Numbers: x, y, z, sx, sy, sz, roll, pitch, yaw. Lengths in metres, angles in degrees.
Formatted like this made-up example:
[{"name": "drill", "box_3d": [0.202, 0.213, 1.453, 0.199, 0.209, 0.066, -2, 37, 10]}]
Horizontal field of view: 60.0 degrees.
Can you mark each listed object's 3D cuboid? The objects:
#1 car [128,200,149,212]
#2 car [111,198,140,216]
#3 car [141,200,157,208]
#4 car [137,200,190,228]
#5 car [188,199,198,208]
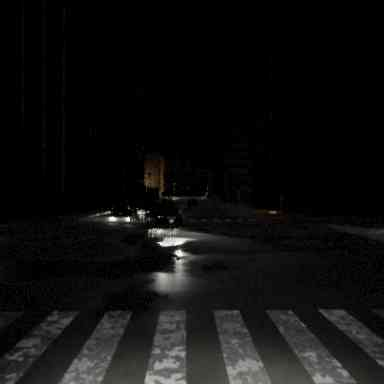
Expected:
[{"name": "car", "box_3d": [-7.103, 1.817, 44.627, 2.033, 1.411, 5.357, 0, 0, 0]}, {"name": "car", "box_3d": [-7.097, 1.565, 35.155, 2.097, 1.767, 4.553, 0, 0, 0]}, {"name": "car", "box_3d": [-7.064, 1.933, 54.886, 1.895, 1.301, 4.718, 0, 0, 1]}, {"name": "car", "box_3d": [-2.131, 1.582, 23.372, 2.128, 1.511, 4.902, 0, 0, -20]}, {"name": "car", "box_3d": [0.078, 1.887, 56.100, 2.033, 1.411, 5.357, 0, 0, 0]}]
